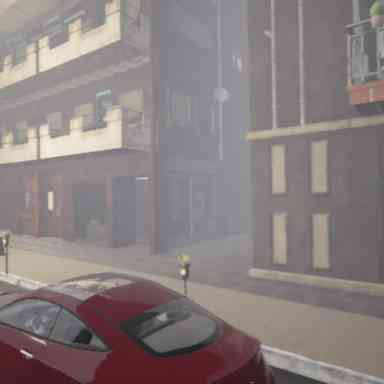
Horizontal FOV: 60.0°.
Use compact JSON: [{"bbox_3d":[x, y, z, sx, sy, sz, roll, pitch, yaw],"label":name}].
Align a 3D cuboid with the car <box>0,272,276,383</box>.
[{"bbox_3d":[-1.199,1.590,3.703,4.206,1.307,1.802,0,-1,36],"label":"car"}]
